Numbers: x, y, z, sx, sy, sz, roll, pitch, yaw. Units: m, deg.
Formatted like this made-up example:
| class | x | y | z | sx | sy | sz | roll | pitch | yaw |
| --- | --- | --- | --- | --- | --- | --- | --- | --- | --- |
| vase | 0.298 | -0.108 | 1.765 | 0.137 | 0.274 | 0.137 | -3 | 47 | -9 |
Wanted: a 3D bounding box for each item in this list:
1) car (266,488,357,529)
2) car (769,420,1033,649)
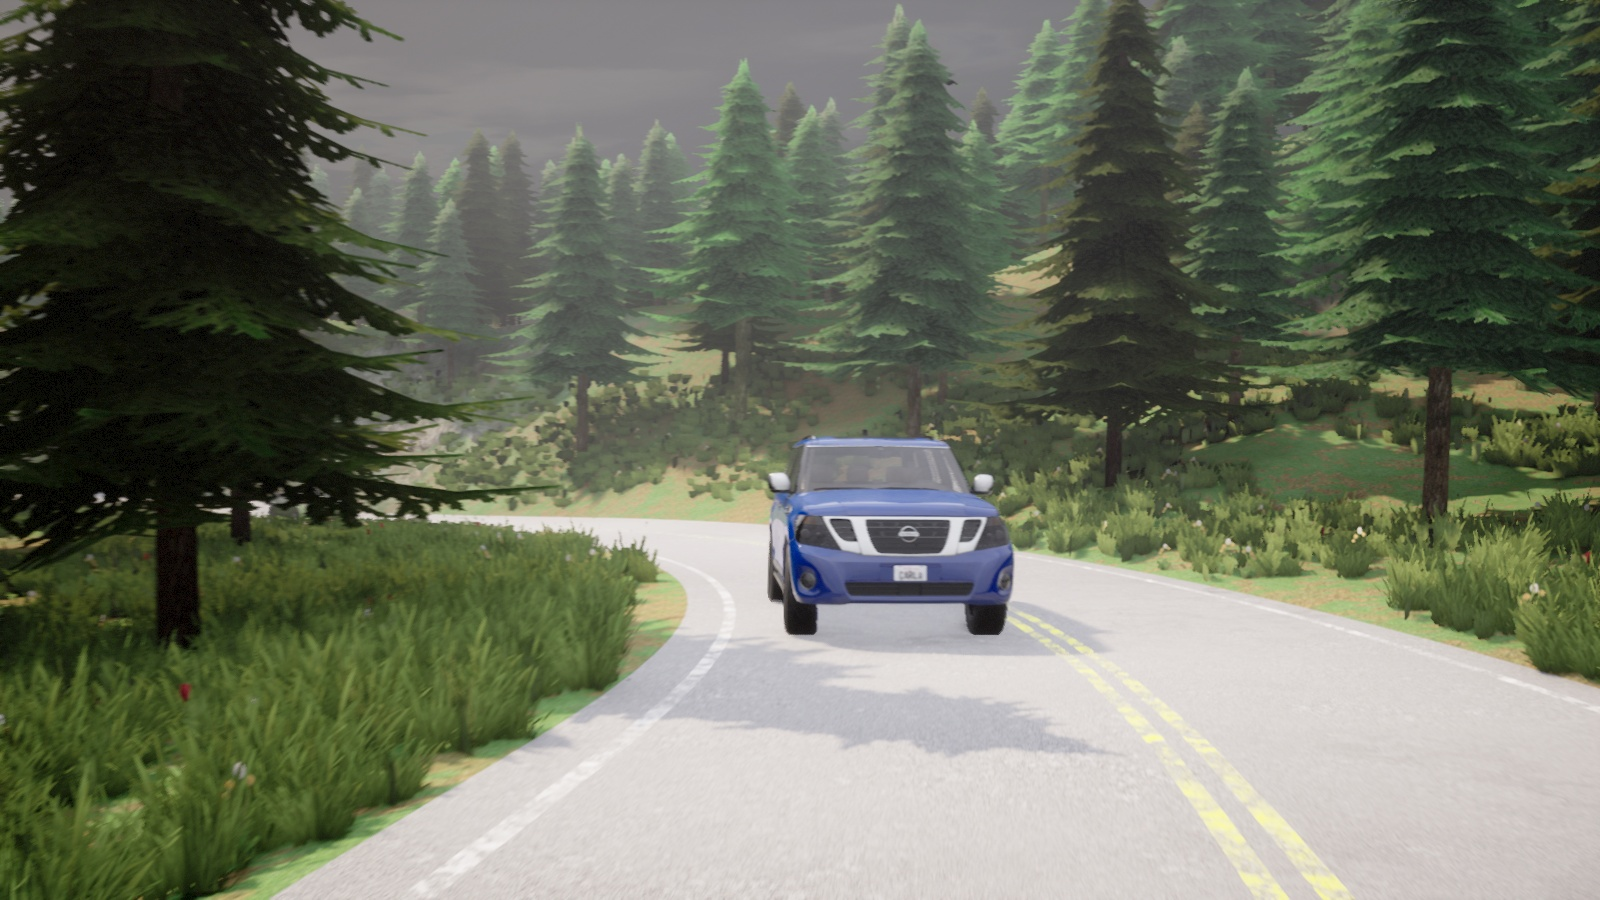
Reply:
| class | x | y | z | sx | sy | sz | roll | pitch | yaw |
| --- | --- | --- | --- | --- | --- | --- | --- | --- | --- |
| car | -20.565 | 2.438 | 52.772 | 2.007 | 1.525 | 4.514 | -3 | 0 | -42 |
| car | 0.849 | 0.821 | 14.072 | 2.150 | 2.045 | 5.566 | 0 | -1 | -4 |
